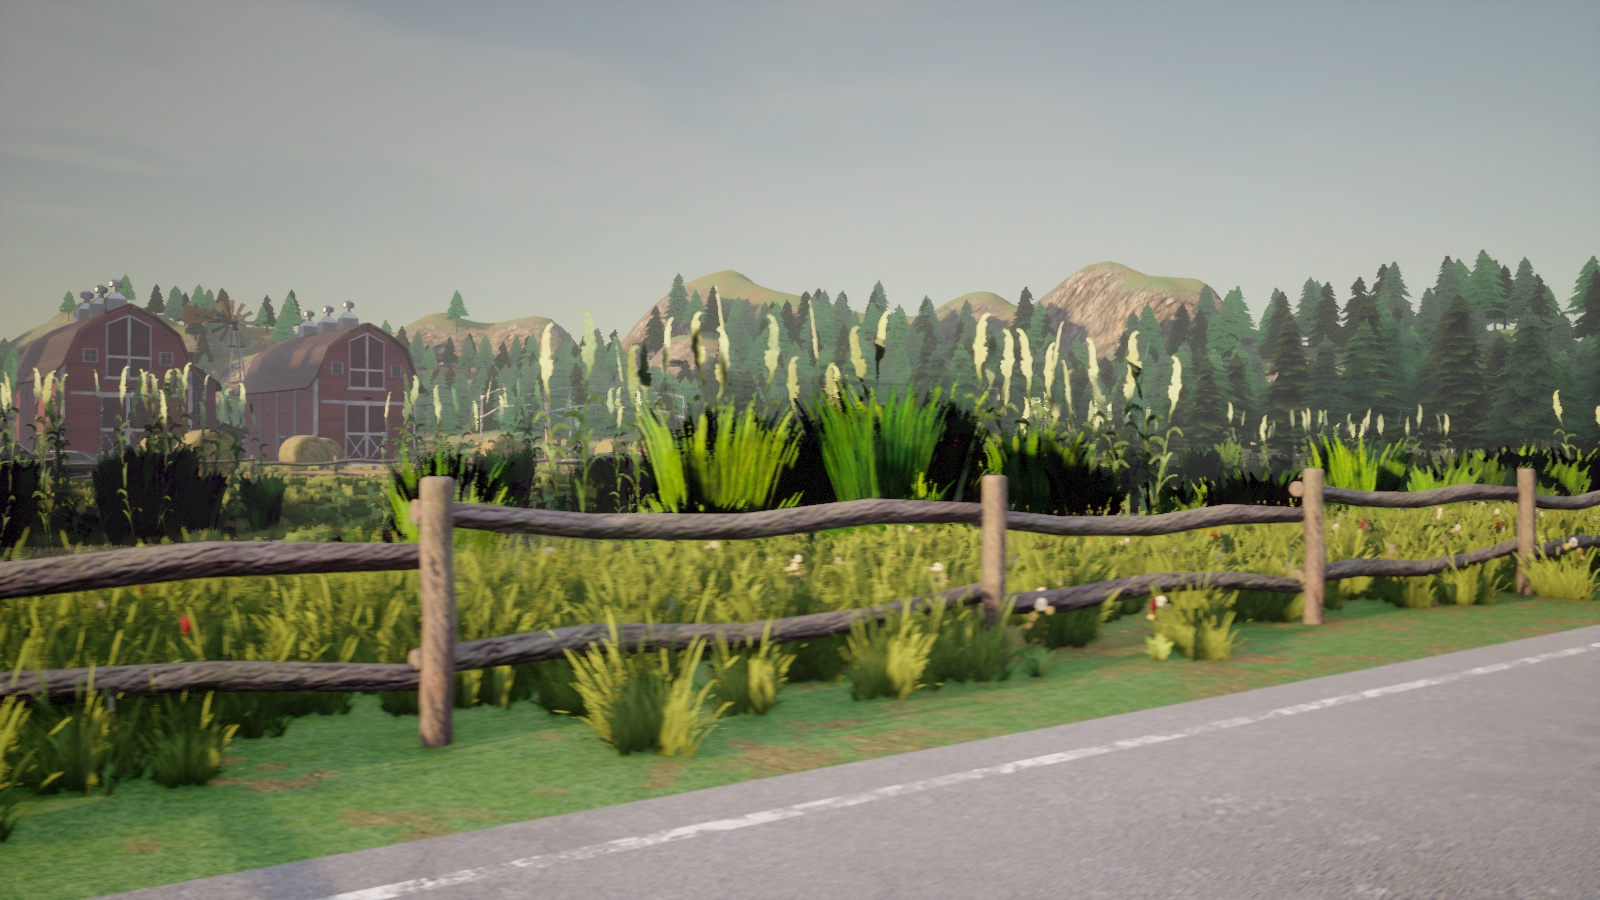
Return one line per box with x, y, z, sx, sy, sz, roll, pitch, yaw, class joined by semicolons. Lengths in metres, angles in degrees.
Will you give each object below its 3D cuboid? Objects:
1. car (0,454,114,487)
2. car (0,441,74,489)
-34.812;0.940;58.408;4.892;1.490;1.837;0;0;-38;car
-34.634;0.643;54.115;5.566;2.045;2.150;0;0;-38;car
